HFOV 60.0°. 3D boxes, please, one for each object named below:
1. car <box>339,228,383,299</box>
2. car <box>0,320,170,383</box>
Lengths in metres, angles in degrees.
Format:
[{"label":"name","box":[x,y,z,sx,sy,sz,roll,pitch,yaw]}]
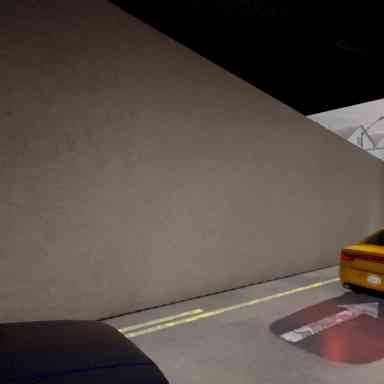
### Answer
[{"label":"car","box":[5.400,1.478,7.610,5.008,1.535,1.882,0,0,-35]},{"label":"car","box":[-2.697,1.547,1.861,5.357,1.411,2.033,0,0,-35]}]
